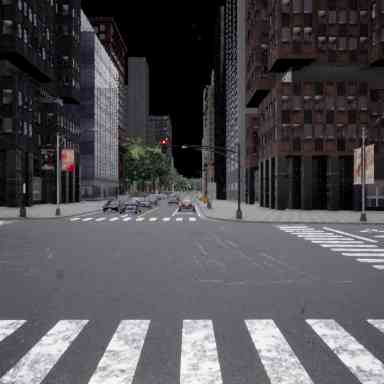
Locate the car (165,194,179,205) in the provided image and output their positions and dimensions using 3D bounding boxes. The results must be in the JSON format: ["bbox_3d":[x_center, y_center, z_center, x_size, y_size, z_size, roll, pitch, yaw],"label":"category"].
[{"bbox_3d":[-3.415,1.610,62.332,2.033,1.411,5.357,0,0,-1],"label":"car"}]

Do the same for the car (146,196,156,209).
[{"bbox_3d":[-6.506,1.586,45.378,1.994,1.385,4.181,0,0,-1],"label":"car"}]

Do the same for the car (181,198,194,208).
[{"bbox_3d":[-0.667,1.614,49.844,1.802,1.307,4.206,0,0,0],"label":"car"}]

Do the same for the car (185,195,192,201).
[{"bbox_3d":[-0.905,1.574,87.819,1.967,1.590,4.097,0,0,0],"label":"car"}]

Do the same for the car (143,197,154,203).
[{"bbox_3d":[-9.328,1.668,71.499,1.802,1.307,4.206,0,0,0],"label":"car"}]

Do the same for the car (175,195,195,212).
[{"bbox_3d":[-0.600,1.448,38.995,1.967,1.590,4.097,0,0,0],"label":"car"}]

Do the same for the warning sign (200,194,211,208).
[{"bbox_3d":[1.689,1.132,42.679,1.300,1.860,1.060,0,0,0],"label":"warning sign"}]

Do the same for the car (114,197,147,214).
[{"bbox_3d":[-6.446,1.548,35.423,2.033,1.411,5.357,0,0,-1],"label":"car"}]

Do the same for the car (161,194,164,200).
[{"bbox_3d":[-9.431,1.449,87.777,2.192,1.841,5.009,0,0,0],"label":"car"}]

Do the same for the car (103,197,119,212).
[{"bbox_3d":[-9.124,1.574,38.944,1.947,1.339,4.313,0,0,0],"label":"car"}]

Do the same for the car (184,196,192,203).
[{"bbox_3d":[-0.804,1.612,71.714,1.752,1.417,4.829,0,0,0],"label":"car"}]

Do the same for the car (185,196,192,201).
[{"bbox_3d":[-0.940,1.695,93.243,1.887,1.381,4.507,0,0,0],"label":"car"}]

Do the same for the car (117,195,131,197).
[{"bbox_3d":[-9.159,1.335,44.370,2.192,1.841,5.009,0,0,0],"label":"car"}]

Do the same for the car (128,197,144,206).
[{"bbox_3d":[-9.225,1.570,55.051,1.752,1.417,4.829,0,0,0],"label":"car"}]

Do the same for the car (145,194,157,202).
[{"bbox_3d":[-9.363,1.417,76.926,2.192,1.841,5.009,0,0,0],"label":"car"}]

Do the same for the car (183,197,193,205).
[{"bbox_3d":[-0.735,1.603,60.694,1.887,1.381,4.507,0,0,0],"label":"car"}]

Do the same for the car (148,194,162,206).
[{"bbox_3d":[-6.549,1.551,55.571,1.837,1.490,4.892,0,0,0],"label":"car"}]
